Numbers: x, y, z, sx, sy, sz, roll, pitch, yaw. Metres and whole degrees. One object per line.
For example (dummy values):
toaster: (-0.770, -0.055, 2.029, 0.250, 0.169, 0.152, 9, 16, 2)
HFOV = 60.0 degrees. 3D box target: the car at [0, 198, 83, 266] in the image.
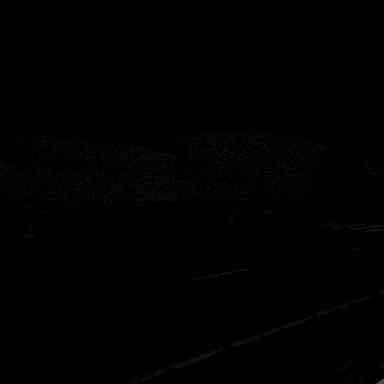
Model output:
car: (-6.730, 1.243, 11.767, 5.566, 2.045, 2.435, -1, -1, 35)

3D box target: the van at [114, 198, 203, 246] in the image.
van: (-1.995, 1.266, 15.304, 4.442, 1.987, 1.878, -1, 0, 35)

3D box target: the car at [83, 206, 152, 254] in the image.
car: (-4.321, 1.493, 13.503, 4.892, 1.521, 2.231, -1, -1, 34)

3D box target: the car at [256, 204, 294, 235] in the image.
car: (2.965, 1.527, 18.695, 4.674, 1.452, 2.002, -1, 0, 35)

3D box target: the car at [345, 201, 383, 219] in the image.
car: (15.214, 1.507, 27.396, 4.792, 1.488, 2.163, -1, -1, 34)

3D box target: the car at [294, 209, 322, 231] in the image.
car: (5.436, 1.514, 20.430, 4.792, 1.488, 2.163, -1, -1, 34)

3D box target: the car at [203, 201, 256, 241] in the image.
car: (0.558, 1.363, 16.952, 4.553, 1.767, 2.185, -1, 0, 34)
